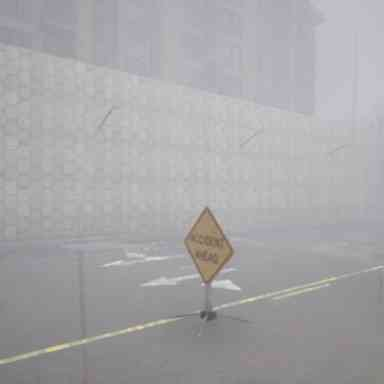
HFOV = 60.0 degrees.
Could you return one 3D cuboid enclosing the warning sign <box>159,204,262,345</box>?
[{"bbox_3d":[0.271,1.145,5.352,1.060,1.860,1.300,1,0,-36],"label":"warning sign"}]
